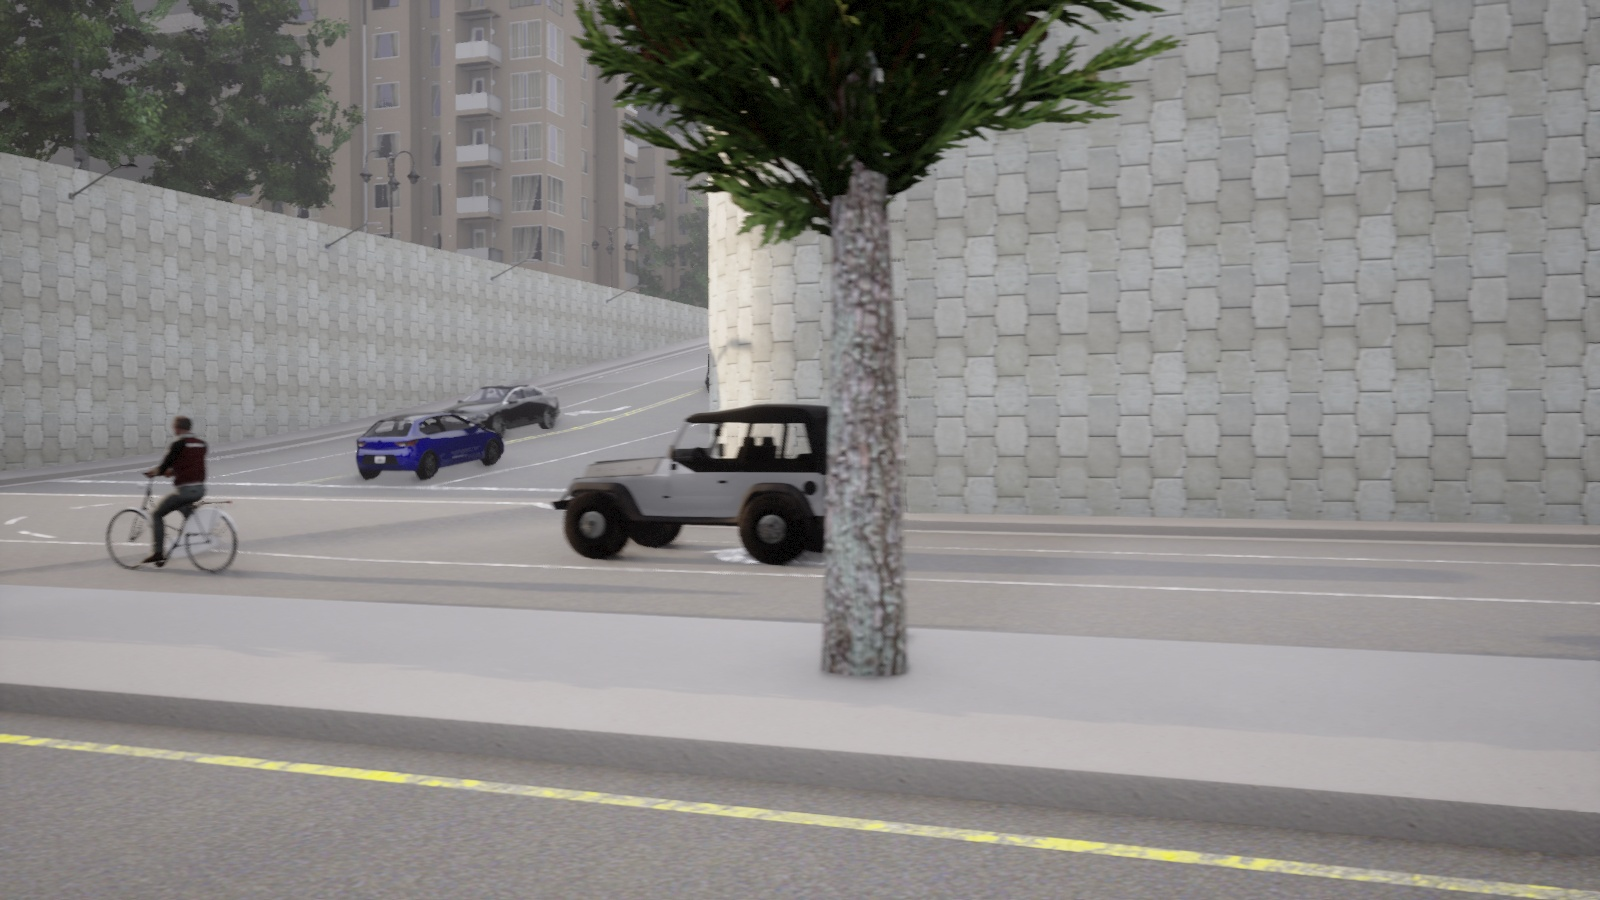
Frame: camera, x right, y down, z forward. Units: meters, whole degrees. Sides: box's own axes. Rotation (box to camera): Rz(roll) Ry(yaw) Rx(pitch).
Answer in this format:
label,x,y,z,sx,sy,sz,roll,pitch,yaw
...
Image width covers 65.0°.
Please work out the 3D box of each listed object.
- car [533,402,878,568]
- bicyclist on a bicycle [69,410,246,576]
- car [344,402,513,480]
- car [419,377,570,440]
label,x,y,z,sx,sy,sz,roll,pitch,yaw
car,-1.147,0.367,15.712,3.866,1.878,1.905,1,1,19
bicyclist on a bicycle,-7.188,0.445,14.049,1.843,1.776,0.659,1,1,19
car,-8.823,-0.281,30.231,1.816,1.474,4.193,0,6,17
car,-9.370,-1.339,39.013,2.128,1.511,4.902,1,7,20
